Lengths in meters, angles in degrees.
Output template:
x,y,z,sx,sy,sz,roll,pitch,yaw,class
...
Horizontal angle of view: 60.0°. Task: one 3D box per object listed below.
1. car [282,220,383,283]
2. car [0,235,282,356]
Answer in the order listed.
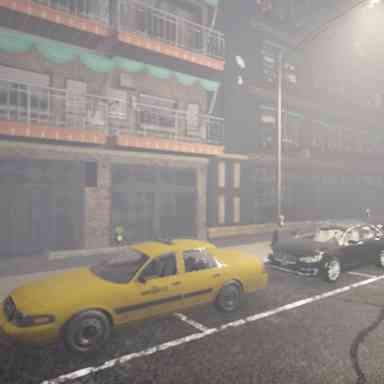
x,y,z,sx,sy,sz,roll,pitch,yaw,class
4.035,1.500,9.424,4.403,1.369,2.008,0,1,-35,car
-0.720,1.509,6.032,4.829,1.417,1.752,0,1,-35,car
